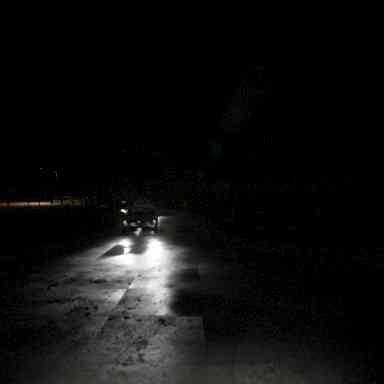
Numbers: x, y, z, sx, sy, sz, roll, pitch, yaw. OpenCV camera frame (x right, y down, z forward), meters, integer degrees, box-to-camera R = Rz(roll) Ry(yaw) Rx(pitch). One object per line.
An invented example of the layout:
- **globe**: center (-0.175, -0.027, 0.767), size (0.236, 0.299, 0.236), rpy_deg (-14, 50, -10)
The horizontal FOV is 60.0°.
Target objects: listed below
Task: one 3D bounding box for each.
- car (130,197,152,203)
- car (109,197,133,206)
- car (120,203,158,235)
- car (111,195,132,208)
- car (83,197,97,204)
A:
- **car**: center (-4.489, 1.410, 31.119), size (1.812, 1.442, 4.674), rpy_deg (0, 0, -13)
- **car**: center (-11.425, 1.471, 53.408), size (1.895, 1.301, 4.718), rpy_deg (-1, 0, -38)
- **car**: center (-2.827, 1.529, 18.516), size (1.895, 1.301, 4.718), rpy_deg (0, 0, -7)
- **car**: center (-8.429, 1.228, 42.559), size (2.097, 1.767, 4.553), rpy_deg (-1, 0, -26)
- **car**: center (-18.116, 1.514, 60.865), size (4.181, 1.385, 1.994), rpy_deg (-1, 1, 42)
